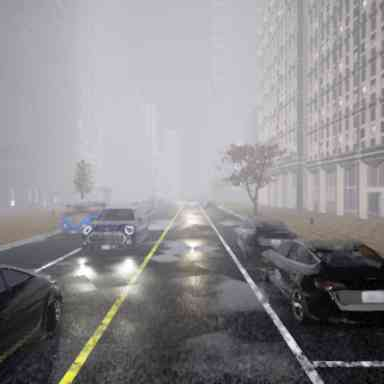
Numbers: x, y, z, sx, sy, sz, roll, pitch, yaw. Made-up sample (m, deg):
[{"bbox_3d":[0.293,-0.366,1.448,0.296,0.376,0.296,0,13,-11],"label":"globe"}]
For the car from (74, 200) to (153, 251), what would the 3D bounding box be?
[{"bbox_3d":[-3.120,1.416,14.302,2.097,1.767,4.553,0,0,0],"label":"car"}]

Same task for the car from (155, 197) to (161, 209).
[{"bbox_3d":[-5.814,1.766,46.331,1.887,1.381,4.507,-1,0,0],"label":"car"}]

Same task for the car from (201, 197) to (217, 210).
[{"bbox_3d":[2.566,1.788,46.353,1.802,1.307,4.206,-1,0,0],"label":"car"}]

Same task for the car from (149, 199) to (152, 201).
[{"bbox_3d":[-5.786,1.715,35.081,2.008,1.369,4.403,-1,0,0],"label":"car"}]

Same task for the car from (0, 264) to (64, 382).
[{"bbox_3d":[-3.096,1.585,3.756,1.994,1.385,4.181,0,0,0],"label":"car"}]

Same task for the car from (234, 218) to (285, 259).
[{"bbox_3d":[2.652,1.613,12.602,1.947,1.339,4.313,-1,0,0],"label":"car"}]

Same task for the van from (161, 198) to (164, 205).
[{"bbox_3d":[-5.832,1.591,51.956,1.690,1.788,3.998,-1,0,0],"label":"van"}]

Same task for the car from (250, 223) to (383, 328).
[{"bbox_3d":[2.667,1.589,6.977,1.947,1.339,4.313,-1,0,0],"label":"car"}]

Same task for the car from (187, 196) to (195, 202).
[{"bbox_3d":[-0.223,1.883,89.580,2.033,1.411,5.357,0,0,0],"label":"car"}]

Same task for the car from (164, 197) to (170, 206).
[{"bbox_3d":[-5.857,1.855,63.205,1.887,1.381,4.507,-1,0,0],"label":"car"}]

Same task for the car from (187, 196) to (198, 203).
[{"bbox_3d":[-0.195,1.884,79.223,2.033,1.411,5.357,0,0,0],"label":"car"}]

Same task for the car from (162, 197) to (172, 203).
[{"bbox_3d":[-5.900,1.957,80.080,2.008,1.369,4.403,-1,0,0],"label":"car"}]

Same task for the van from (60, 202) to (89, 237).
[{"bbox_3d":[-5.746,1.427,18.207,1.690,1.788,3.998,-1,0,0],"label":"van"}]

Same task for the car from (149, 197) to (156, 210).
[{"bbox_3d":[-5.800,1.716,40.536,1.752,1.417,4.829,-1,0,0],"label":"car"}]

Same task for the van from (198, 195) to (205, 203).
[{"bbox_3d":[2.475,1.732,80.104,1.690,1.788,3.998,-1,0,0],"label":"van"}]

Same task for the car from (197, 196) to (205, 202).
[{"bbox_3d":[2.449,1.898,91.352,1.967,1.590,4.097,-1,0,0],"label":"car"}]
